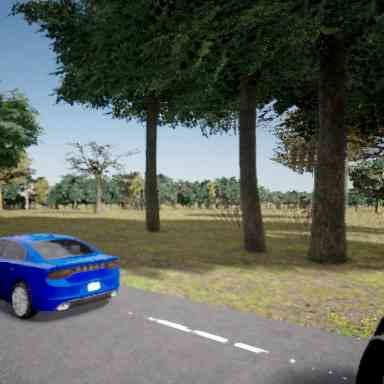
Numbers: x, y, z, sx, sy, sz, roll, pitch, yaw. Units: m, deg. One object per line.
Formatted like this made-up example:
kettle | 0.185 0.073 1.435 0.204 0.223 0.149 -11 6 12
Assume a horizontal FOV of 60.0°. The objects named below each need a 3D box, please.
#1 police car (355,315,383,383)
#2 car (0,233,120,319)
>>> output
police car | 3.974 1.560 2.104 5.238 1.638 1.930 -1 -3 37
car | -3.885 1.737 8.045 5.008 1.535 1.882 -1 -3 37
